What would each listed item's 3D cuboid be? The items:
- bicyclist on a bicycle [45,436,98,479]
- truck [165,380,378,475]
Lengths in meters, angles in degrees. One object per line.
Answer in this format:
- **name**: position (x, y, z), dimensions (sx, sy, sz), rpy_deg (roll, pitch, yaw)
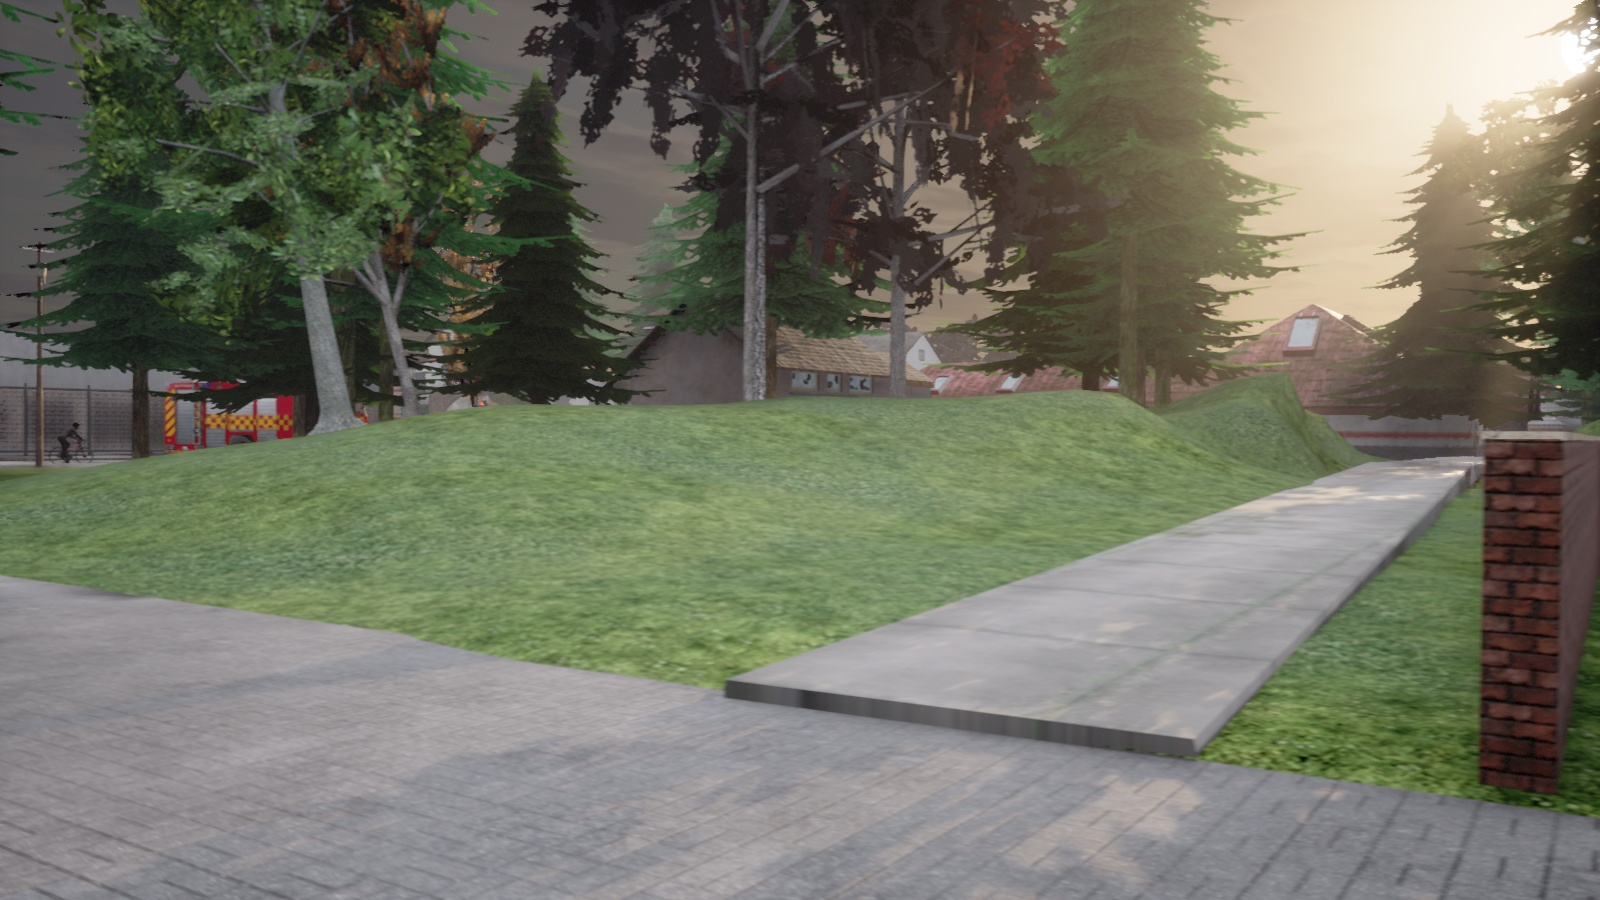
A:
- **bicyclist on a bicycle**: position (-27.875, 0.280, 48.086), dimensions (0.582, 1.620, 1.656), rpy_deg (0, 1, 34)
- **truck**: position (-23.045, -0.980, 55.345), dimensions (2.891, 3.827, 8.468), rpy_deg (0, 1, 32)
